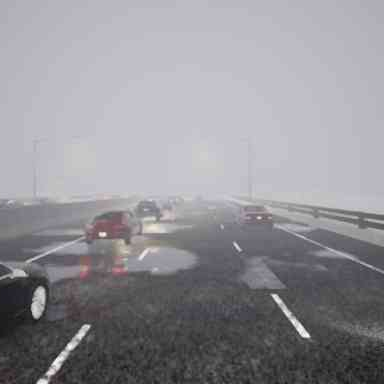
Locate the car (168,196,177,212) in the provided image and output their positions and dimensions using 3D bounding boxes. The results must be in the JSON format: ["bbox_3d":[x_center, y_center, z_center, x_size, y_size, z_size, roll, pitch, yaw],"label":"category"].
[{"bbox_3d":[-3.081,1.464,37.106,1.895,1.301,4.718,0,0,1],"label":"car"}]

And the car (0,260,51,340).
[{"bbox_3d":[-3.494,1.485,4.176,1.837,1.490,4.892,0,0,0],"label":"car"}]

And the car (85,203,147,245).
[{"bbox_3d":[-3.426,1.463,15.143,1.812,1.442,4.674,0,0,1],"label":"car"}]

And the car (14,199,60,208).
[{"bbox_3d":[-13.798,1.368,30.646,2.128,1.511,4.902,0,0,1],"label":"car"}]

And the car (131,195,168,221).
[{"bbox_3d":[-3.289,1.328,26.110,2.033,1.649,4.856,0,0,1],"label":"car"}]

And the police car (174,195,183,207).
[{"bbox_3d":[-2.805,1.340,48.041,2.038,1.542,4.974,0,0,2],"label":"police car"}]

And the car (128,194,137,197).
[{"bbox_3d":[-12.508,1.225,70.980,1.882,1.535,5.008,0,0,2],"label":"car"}]

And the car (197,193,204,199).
[{"bbox_3d":[2.287,1.109,88.625,1.837,1.490,4.892,0,0,3],"label":"car"}]

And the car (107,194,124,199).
[{"bbox_3d":[-16.005,1.221,71.134,1.882,1.535,5.008,0,0,2],"label":"car"}]

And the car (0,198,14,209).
[{"bbox_3d":[-17.296,1.365,30.728,2.128,1.511,4.902,0,0,1],"label":"car"}]

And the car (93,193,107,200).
[{"bbox_3d":[-19.517,1.098,70.899,2.097,1.767,4.553,0,0,2],"label":"car"}]

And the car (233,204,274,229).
[{"bbox_3d":[3.742,1.467,20.873,2.033,1.411,5.357,0,0,1],"label":"car"}]

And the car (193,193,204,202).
[{"bbox_3d":[1.358,1.299,68.076,1.812,1.442,4.674,0,0,2],"label":"car"}]
